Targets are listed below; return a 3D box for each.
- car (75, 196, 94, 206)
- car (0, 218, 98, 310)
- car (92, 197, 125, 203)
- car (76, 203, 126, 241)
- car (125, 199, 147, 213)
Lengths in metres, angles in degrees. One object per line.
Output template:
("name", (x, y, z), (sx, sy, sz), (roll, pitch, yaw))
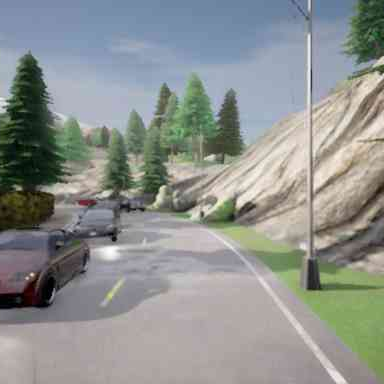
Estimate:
("car", (-14.214, 1.325, 46.006), (5.008, 1.535, 1.882), (1, 0, 41))
("car", (-3.775, 1.538, 7.679), (1.994, 1.385, 4.181), (0, 0, -2))
("car", (-6.654, 1.419, 26.042), (1.837, 1.490, 4.892), (0, 0, -18))
("car", (-4.440, 1.472, 16.232), (1.812, 1.442, 4.674), (0, 0, -8))
("car", (-6.507, 1.429, 35.850), (2.033, 1.411, 5.357), (0, 0, -27))
